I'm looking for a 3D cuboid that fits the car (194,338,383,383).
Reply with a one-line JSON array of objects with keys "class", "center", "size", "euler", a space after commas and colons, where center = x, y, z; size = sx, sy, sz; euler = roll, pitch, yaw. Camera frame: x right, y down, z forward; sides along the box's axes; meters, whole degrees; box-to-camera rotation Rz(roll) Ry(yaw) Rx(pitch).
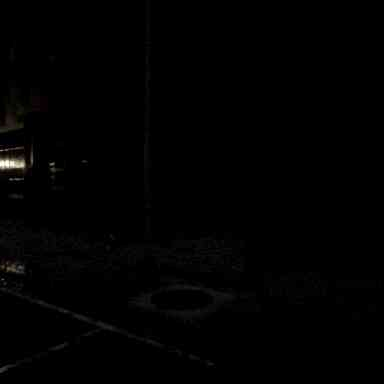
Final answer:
[{"class": "car", "center": [1.965, 1.550, 1.566], "size": [4.507, 1.381, 1.887], "euler": [0, 0, 36]}]
